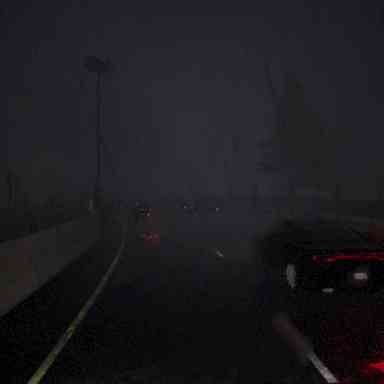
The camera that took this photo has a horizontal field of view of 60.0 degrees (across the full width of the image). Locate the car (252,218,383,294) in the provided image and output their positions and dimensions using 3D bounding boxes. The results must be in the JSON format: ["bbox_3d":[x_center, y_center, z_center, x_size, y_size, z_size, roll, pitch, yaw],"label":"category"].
[{"bbox_3d":[2.984,1.415,8.741,1.882,1.535,5.008,0,0,-5],"label":"car"}]

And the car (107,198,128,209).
[{"bbox_3d":[-9.154,1.363,41.012,1.895,1.301,4.718,0,0,-24],"label":"car"}]

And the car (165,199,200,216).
[{"bbox_3d":[-1.305,1.359,30.326,2.033,1.411,5.357,0,0,-17],"label":"car"}]

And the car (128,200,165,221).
[{"bbox_3d":[-3.606,1.354,25.490,1.837,1.490,4.892,0,1,-15],"label":"car"}]

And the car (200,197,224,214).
[{"bbox_3d":[1.567,1.296,32.593,1.837,1.490,4.892,0,0,-18],"label":"car"}]
